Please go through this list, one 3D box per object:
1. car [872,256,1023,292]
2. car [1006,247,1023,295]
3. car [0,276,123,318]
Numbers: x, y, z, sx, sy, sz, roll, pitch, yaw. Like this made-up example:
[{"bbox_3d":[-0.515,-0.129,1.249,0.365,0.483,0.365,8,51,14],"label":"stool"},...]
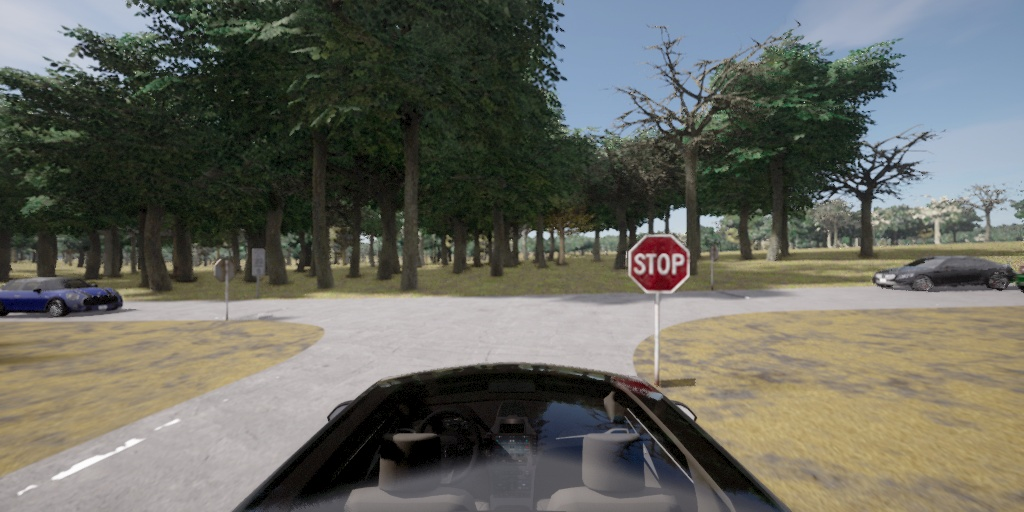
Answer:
[{"bbox_3d":[18.810,0.745,15.737,4.674,1.442,1.812,-2,0,5],"label":"car"},{"bbox_3d":[21.234,0.473,12.565,4.553,1.767,2.097,-2,0,5],"label":"car"},{"bbox_3d":[-20.718,1.778,16.404,4.553,1.767,2.097,-1,0,5],"label":"car"}]
